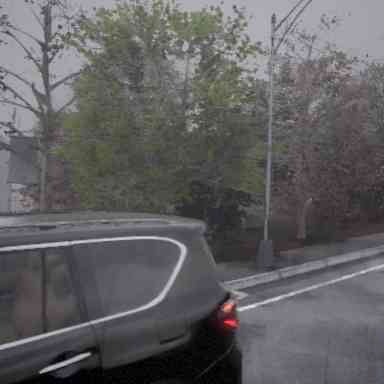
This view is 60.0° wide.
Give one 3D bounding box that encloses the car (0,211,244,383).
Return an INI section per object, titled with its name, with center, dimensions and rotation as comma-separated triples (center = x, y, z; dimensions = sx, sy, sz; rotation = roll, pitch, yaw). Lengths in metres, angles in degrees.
[car]
center = -2.151, 1.224, 2.152
dimensions = 5.566, 2.045, 2.150
rotation = 0, 0, -35
